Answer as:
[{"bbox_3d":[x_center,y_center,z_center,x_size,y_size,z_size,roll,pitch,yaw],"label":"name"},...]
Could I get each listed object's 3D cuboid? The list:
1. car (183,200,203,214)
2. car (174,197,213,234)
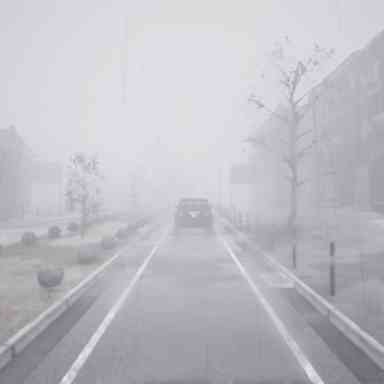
[{"bbox_3d":[0.087,1.716,38.885,2.128,1.511,4.902,0,-1,0],"label":"car"},{"bbox_3d":[0.095,1.335,20.080,2.150,2.045,5.566,0,0,0],"label":"car"}]
